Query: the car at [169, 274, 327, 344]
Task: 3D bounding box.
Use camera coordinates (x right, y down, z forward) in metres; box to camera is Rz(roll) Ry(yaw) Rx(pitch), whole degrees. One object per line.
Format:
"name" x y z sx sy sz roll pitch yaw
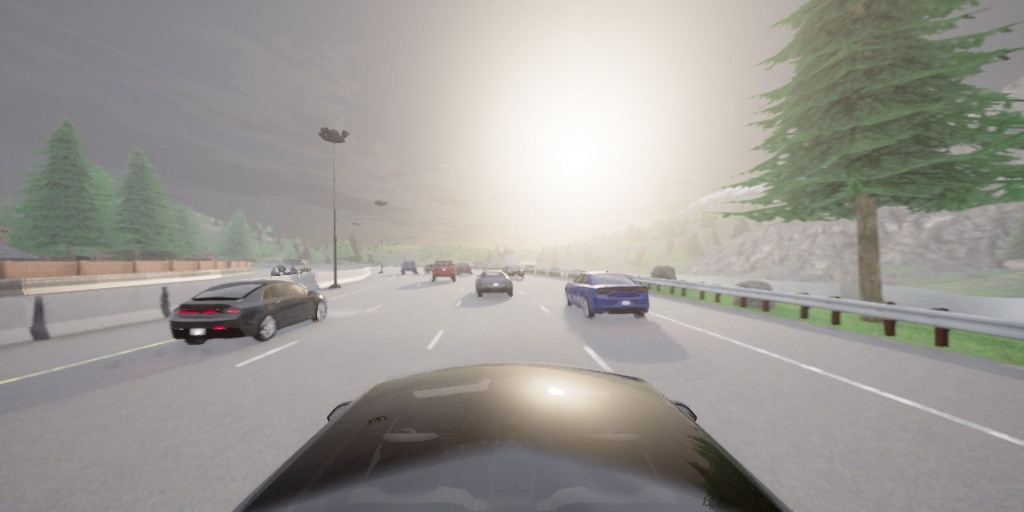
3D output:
"car" -7.172 1.454 10.417 1.837 1.490 4.892 0 0 -4

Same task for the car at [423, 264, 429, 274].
"car" -12.928 1.975 56.928 1.837 1.490 4.892 0 -1 -20

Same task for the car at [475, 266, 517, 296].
"car" -1.120 1.509 20.963 1.994 1.385 4.181 -1 -1 -7

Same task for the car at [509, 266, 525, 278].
"car" -0.082 1.685 37.929 1.895 1.301 4.718 -1 -1 -13

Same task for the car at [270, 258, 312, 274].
"car" -21.234 1.244 34.758 2.150 2.045 5.566 -1 -1 -13

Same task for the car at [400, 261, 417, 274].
"car" -16.309 1.742 56.467 2.150 2.045 5.566 0 -1 -21

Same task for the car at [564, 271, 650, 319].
"car" 3.254 1.280 13.226 1.882 1.535 5.008 -1 0 -4

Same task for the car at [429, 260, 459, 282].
"car" -6.826 1.394 35.556 2.150 2.045 5.566 0 -1 -13

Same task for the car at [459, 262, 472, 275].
"car" -6.948 1.655 49.534 2.097 1.767 4.553 -1 -1 -17
